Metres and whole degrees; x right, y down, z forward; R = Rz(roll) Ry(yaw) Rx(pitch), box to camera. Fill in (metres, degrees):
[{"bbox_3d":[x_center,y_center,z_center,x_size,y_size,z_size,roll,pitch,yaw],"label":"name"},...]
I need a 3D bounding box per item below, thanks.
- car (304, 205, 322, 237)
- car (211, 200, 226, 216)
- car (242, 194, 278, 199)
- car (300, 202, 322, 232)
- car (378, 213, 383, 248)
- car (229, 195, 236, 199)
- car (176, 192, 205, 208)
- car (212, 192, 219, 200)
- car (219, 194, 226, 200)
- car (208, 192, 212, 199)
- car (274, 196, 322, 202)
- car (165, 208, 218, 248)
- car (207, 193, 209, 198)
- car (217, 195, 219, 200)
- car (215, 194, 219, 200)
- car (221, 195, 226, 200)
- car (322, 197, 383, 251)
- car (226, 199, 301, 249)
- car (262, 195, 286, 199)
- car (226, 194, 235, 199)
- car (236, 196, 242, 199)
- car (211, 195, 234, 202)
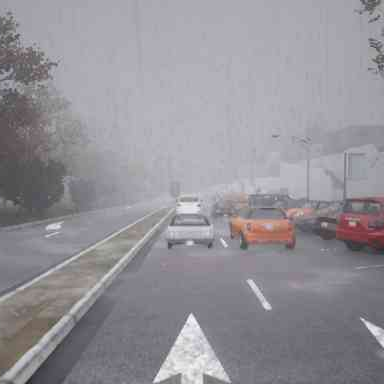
[{"bbox_3d":[7.992,1.505,15.377,4.792,1.488,2.163,1,0,-21],"label":"car"},{"bbox_3d":[2.756,1.627,29.697,1.895,1.301,4.718,0,0,-1],"label":"car"},{"bbox_3d":[7.847,1.246,30.384,5.566,2.045,2.435,1,-1,-21],"label":"car"},{"bbox_3d":[7.945,1.477,18.361,4.892,1.521,2.231,1,0,-21],"label":"car"},{"bbox_3d":[8.194,1.477,9.425,5.366,1.575,1.946,1,0,-21],"label":"car"},{"bbox_3d":[7.559,1.533,39.298,5.366,1.575,1.946,1,0,-21],"label":"car"},{"bbox_3d":[-0.243,1.270,29.667,2.150,2.045,5.566,0,0,-1],"label":"car"},{"bbox_3d":[7.497,1.436,66.394,5.566,2.045,2.435,1,0,-21],"label":"car"},{"bbox_3d":[7.588,1.536,57.382,4.553,1.767,2.185,1,0,-21],"label":"car"},{"bbox_3d":[7.358,1.419,75.374,5.566,2.045,2.435,1,1,-21],"label":"car"},{"bbox_3d":[7.942,1.353,21.371,4.553,1.767,2.185,1,0,-21],"label":"car"},{"bbox_3d":[-0.097,1.607,14.660,1.895,1.301,4.718,0,0,-1],"label":"car"},{"bbox_3d":[7.237,1.613,87.391,4.792,1.488,2.163,1,1,-21],"label":"car"},{"bbox_3d":[7.529,1.718,60.370,4.674,1.452,2.002,1,0,-21],"label":"car"},{"bbox_3d":[7.523,1.712,63.395,4.792,1.488,2.163,1,0,-21],"label":"car"},{"bbox_3d":[7.608,1.624,51.370,5.008,1.535,2.097,1,-1,-21],"label":"car"},{"bbox_3d":[8.024,1.226,12.374,5.566,2.045,2.435,1,0,-21],"label":"car"},{"bbox_3d":[2.904,1.356,14.629,2.097,1.767,4.553,0,0,-1],"label":"car"},{"bbox_3d":[7.850,1.355,24.356,4.553,1.767,2.185,1,0,-21],"label":"car"},{"bbox_3d":[7.682,1.307,42.352,5.566,2.045,2.435,1,0,-21],"label":"car"},{"bbox_3d":[7.934,1.523,36.435,5.366,1.575,1.946,1,-1,-21],"label":"car"},{"bbox_3d":[7.492,1.631,81.469,5.366,1.575,1.946,1,0,-21],"label":"car"}]
